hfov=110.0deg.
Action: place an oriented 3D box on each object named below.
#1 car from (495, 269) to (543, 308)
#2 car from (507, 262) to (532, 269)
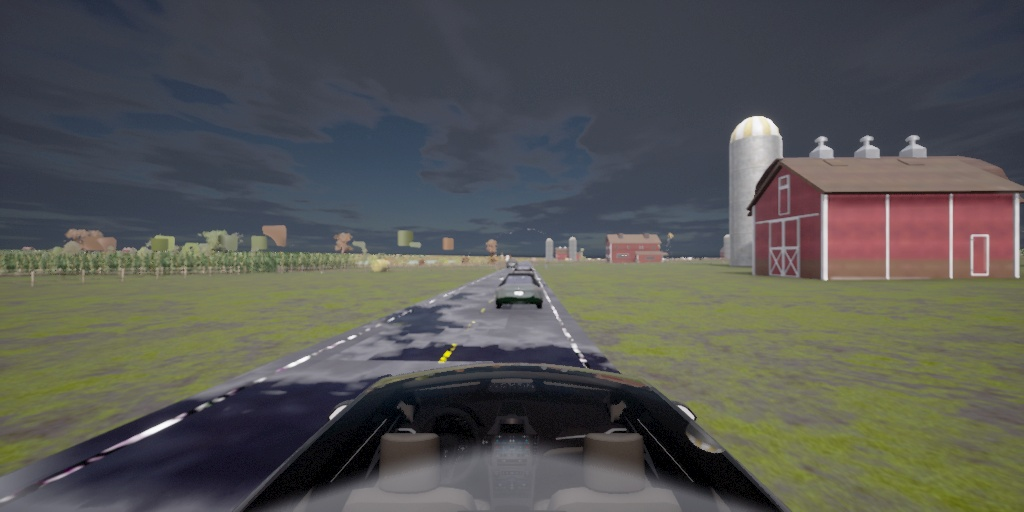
[{"bbox_3d":[0.357,1.444,16.032,1.994,1.385,4.181,0,0,3],"label":"car"},{"bbox_3d":[1.001,1.504,31.029,2.128,1.511,4.902,0,0,3],"label":"car"}]
